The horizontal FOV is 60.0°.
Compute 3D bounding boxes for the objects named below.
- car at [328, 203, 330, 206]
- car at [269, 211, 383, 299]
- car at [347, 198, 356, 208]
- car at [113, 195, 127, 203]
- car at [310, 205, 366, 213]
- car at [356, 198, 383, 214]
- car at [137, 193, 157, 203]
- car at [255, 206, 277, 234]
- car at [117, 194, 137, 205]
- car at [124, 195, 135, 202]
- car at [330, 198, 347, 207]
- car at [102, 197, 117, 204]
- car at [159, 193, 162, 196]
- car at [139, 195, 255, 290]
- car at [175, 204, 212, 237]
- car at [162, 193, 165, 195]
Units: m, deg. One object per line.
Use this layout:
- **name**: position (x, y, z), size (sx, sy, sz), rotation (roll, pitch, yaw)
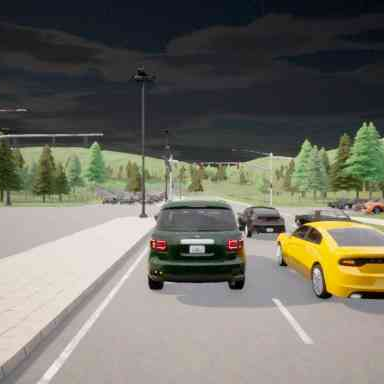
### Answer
- **car**: position (21.221, 1.547, 44.918), size (5.357, 1.411, 2.033), rotation (0, 0, 1)
- **car**: position (3.586, 1.478, 8.488), size (1.882, 1.535, 5.008), rotation (0, 0, 0)
- **car**: position (20.727, 1.526, 37.925), size (4.674, 1.442, 1.812), rotation (0, 0, 1)
- **car**: position (-15.116, 1.500, 70.302), size (1.837, 1.490, 4.892), rotation (0, 0, 0)
- **car**: position (7.074, 1.601, 17.887), size (1.895, 1.301, 4.718), rotation (0, 0, 0)
- **car**: position (20.037, 1.352, 34.424), size (4.553, 1.767, 2.097), rotation (0, 0, 0)
- **car**: position (-8.164, 1.491, 60.555), size (2.128, 1.511, 4.902), rotation (0, 0, 0)
- **car**: position (3.574, 1.505, 17.712), size (1.837, 1.490, 4.892), rotation (0, 0, 0)
- **car**: position (-11.709, 1.526, 60.205), size (1.812, 1.442, 4.674), rotation (0, 0, 1)
- **car**: position (-15.134, 1.478, 80.690), size (1.882, 1.535, 5.008), rotation (0, 0, 0)
- **car**: position (20.351, 1.505, 41.428), size (4.892, 1.490, 1.837), rotation (0, 0, 1)
- **car**: position (-15.154, 1.564, 61.629), size (1.994, 1.385, 4.181), rotation (0, 0, 0)
- **car**: position (-8.115, 1.355, 69.635), size (2.097, 1.767, 4.553), rotation (0, 0, 0)
- **car**: position (0.088, 1.221, 9.232), size (2.150, 2.045, 5.566), rotation (0, 0, 0)
- **car**: position (0.072, 1.505, 19.089), size (1.837, 1.490, 4.892), rotation (0, 0, 0)
- **car**: position (-8.132, 1.552, 79.634), size (1.994, 1.385, 4.181), rotation (0, 0, 0)
